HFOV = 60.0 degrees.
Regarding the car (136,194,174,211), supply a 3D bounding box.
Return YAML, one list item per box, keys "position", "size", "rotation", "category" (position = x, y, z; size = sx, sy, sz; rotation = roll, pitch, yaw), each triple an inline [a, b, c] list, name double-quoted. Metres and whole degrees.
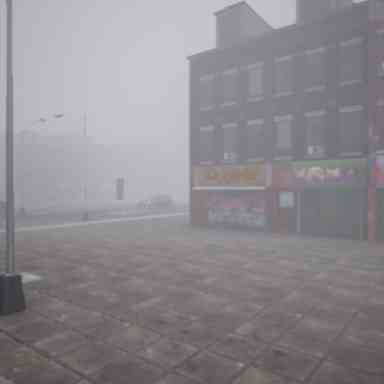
- position: [-4.077, 1.067, 37.031]
  size: [2.097, 1.767, 4.553]
  rotation: [0, 1, 37]
  category: "car"
